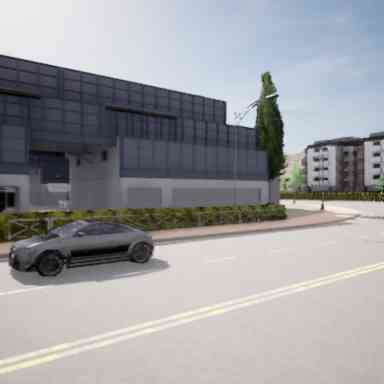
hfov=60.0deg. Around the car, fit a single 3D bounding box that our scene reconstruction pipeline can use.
[{"bbox_3d":[-3.246,1.559,10.233,4.181,1.385,1.994,0,0,-35],"label":"car"}]
